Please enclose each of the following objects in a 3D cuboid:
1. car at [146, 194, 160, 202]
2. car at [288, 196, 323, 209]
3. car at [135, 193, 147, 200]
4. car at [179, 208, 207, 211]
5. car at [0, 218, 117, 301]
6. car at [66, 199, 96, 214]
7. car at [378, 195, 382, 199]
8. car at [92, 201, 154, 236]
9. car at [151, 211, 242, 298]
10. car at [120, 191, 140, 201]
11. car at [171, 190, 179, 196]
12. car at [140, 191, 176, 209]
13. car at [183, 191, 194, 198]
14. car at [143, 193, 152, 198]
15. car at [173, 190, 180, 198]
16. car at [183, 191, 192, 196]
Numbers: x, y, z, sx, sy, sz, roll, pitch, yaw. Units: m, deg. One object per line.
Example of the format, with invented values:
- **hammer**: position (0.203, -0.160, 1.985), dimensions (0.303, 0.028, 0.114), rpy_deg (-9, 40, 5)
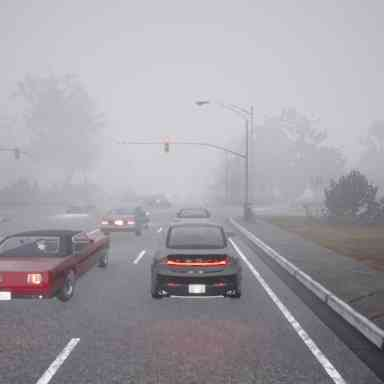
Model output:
- **car**: position (-7.198, 1.065, 62.360), dimensions (2.033, 1.411, 5.357), rpy_deg (0, 1, 0)
- **car**: position (13.659, 1.214, 38.436), dimensions (4.902, 1.511, 2.128), rpy_deg (0, 0, -3)
- **car**: position (-10.688, 0.916, 69.750), dimensions (1.882, 1.535, 5.008), rpy_deg (0, 1, -1)
- **car**: position (0.076, 1.495, 17.703), dimensions (1.895, 1.301, 4.718), rpy_deg (0, 0, 0)
- **car**: position (-3.415, 1.570, 8.209), dimensions (1.895, 1.301, 4.718), rpy_deg (0, 0, 0)
- **car**: position (-10.662, 1.337, 32.256), dimensions (1.994, 1.385, 4.181), rpy_deg (0, 0, 0)
- **car**: position (23.743, 0.939, 39.026), dimensions (5.566, 2.045, 2.150), rpy_deg (0, 0, -4)
- **car**: position (-3.449, 1.441, 17.798), dimensions (2.033, 1.411, 5.357), rpy_deg (0, 0, -1)
- **car**: position (0.086, 1.472, 8.390), dimensions (1.837, 1.490, 4.892), rpy_deg (0, 0, 0)
- **car**: position (-10.701, 0.794, 56.565), dimensions (2.150, 2.045, 5.566), rpy_deg (0, 0, 0)
- **car**: position (-4.921, 0.275, 94.818), dimensions (2.097, 1.767, 4.553), rpy_deg (0, 1, -7)
- **car**: position (-4.192, 1.059, 40.246), dimensions (2.097, 1.767, 4.553), rpy_deg (0, 0, -31)
- **car**: position (-0.687, 0.775, 85.309), dimensions (1.994, 1.385, 4.181), rpy_deg (0, 1, -4)
- **car**: position (-11.132, 0.839, 84.122), dimensions (1.895, 1.301, 4.718), rpy_deg (0, 1, -3)
- **car**: position (-4.159, 0.756, 84.771), dimensions (2.128, 1.511, 4.902), rpy_deg (0, 1, -4)
- **car**: position (-1.441, 0.456, 95.186), dimensions (2.033, 1.411, 5.357), rpy_deg (0, 1, -7)
